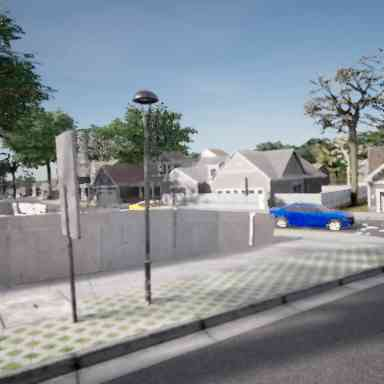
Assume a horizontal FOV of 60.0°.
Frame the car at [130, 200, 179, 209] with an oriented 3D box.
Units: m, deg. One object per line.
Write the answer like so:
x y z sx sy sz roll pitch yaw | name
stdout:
-3.177 1.453 28.129 5.008 1.535 1.882 0 4 40 | car

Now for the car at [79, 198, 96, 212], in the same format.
-12.405 1.450 36.493 1.882 1.535 5.008 -5 4 -44 | car

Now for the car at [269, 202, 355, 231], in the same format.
7.192 1.399 20.291 5.008 1.535 1.882 0 3 35 | car
